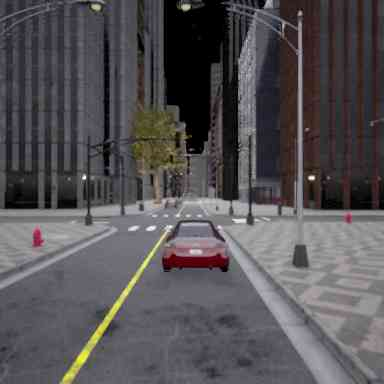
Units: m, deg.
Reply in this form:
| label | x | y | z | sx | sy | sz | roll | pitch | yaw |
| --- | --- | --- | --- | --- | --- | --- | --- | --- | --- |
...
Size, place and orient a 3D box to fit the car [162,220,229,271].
| label | x | y | z | sx | sy | sz | roll | pitch | yaw |
| --- | --- | --- | --- | --- | --- | --- | --- | --- | --- |
| car | 0.101 | 1.617 | 11.127 | 1.994 | 1.385 | 4.181 | 0 | 0 | 0 |

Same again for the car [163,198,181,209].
| label | x | y | z | sx | sy | sz | roll | pitch | yaw |
| --- | --- | --- | --- | --- | --- | --- | --- | --- | --- |
| car | -3.077 | 1.778 | 49.240 | 1.812 | 1.442 | 4.674 | 0 | 0 | 0 |
